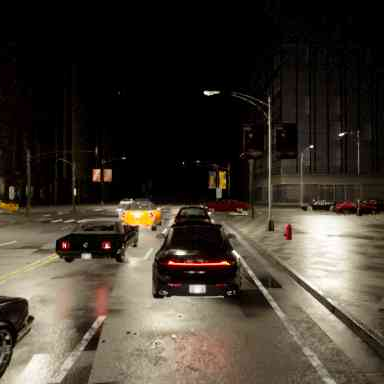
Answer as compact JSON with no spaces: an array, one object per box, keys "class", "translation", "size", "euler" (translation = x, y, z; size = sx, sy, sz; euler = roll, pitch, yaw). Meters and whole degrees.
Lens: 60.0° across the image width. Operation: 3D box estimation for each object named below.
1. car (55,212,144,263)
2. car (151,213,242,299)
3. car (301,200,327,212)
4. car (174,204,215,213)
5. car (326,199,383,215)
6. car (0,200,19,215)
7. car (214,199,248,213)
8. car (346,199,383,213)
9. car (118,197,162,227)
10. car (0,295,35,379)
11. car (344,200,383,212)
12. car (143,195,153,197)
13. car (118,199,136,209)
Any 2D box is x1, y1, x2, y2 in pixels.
[{"class":"car","translation":[-3.125,1.615,12.057],"size":[1.895,1.301,4.718],"euler":[0,0,0]},{"class":"car","translation":[0.114,1.511,8.446],"size":[1.837,1.490,4.892],"euler":[0,0,0]},{"class":"car","translation":[15.262,1.661,39.837],"size":[4.313,1.339,1.947],"euler":[0,0,-1]},{"class":"car","translation":[0.035,1.509,17.937],"size":[1.882,1.535,5.008],"euler":[0,0,0]},{"class":"car","translation":[15.376,1.576,31.313],"size":[4.206,1.307,1.802],"euler":[0,0,-1]},{"class":"car","translation":[-21.789,1.687,36.617],"size":[5.008,1.535,1.882],"euler":[0,-1,0]},{"class":"car","translation":[3.716,1.581,36.914],"size":[5.008,1.535,1.882],"euler":[0,-1,-1]},{"class":"car","translation":[20.033,1.551,37.148],"size":[4.892,1.490,1.837],"euler":[0,-1,-1]},{"class":"car","translation":[-3.109,1.395,21.050],"size":[2.097,1.767,4.553],"euler":[0,0,0]},{"class":"car","translation":[-3.152,1.548,2.269],"size":[2.033,1.411,5.357],"euler":[0,0,0]},{"class":"car","translation":[20.902,1.642,39.914],"size":[4.313,1.339,1.947],"euler":[0,0,-1]},{"class":"car","translation":[-9.612,1.600,71.825],"size":[2.150,2.045,5.566],"euler":[0,0,0]},{"class":"car","translation":[-9.746,1.743,50.463],"size":[1.812,1.442,4.674],"euler":[0,0,0]}]
